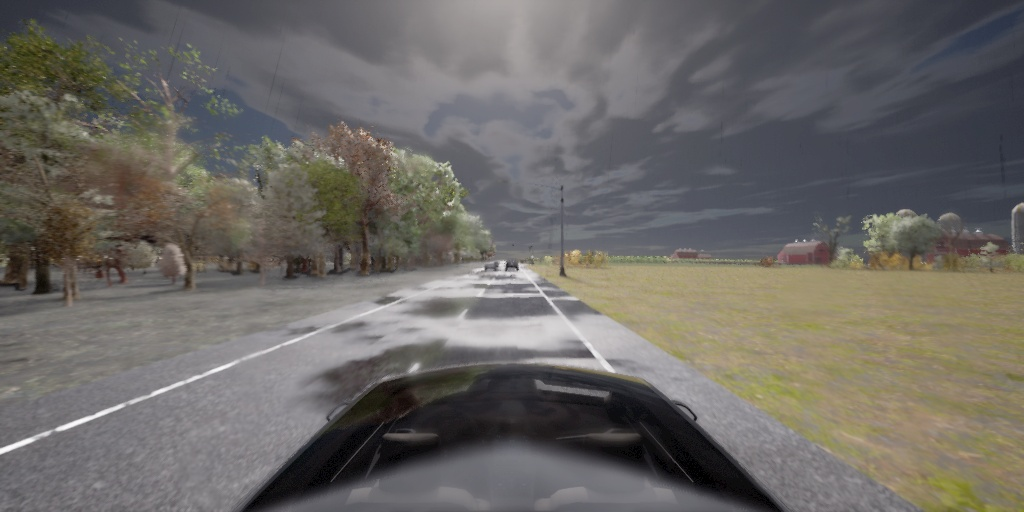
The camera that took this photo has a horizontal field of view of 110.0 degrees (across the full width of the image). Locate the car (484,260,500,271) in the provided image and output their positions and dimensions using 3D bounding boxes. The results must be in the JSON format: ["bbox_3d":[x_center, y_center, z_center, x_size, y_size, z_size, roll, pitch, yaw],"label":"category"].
[{"bbox_3d":[-3.500,1.623,58.913,2.128,1.511,4.902,0,0,0],"label":"car"}]

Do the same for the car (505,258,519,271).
[{"bbox_3d":[0.000,1.355,58.944,2.150,2.045,5.566,0,0,0],"label":"car"}]
